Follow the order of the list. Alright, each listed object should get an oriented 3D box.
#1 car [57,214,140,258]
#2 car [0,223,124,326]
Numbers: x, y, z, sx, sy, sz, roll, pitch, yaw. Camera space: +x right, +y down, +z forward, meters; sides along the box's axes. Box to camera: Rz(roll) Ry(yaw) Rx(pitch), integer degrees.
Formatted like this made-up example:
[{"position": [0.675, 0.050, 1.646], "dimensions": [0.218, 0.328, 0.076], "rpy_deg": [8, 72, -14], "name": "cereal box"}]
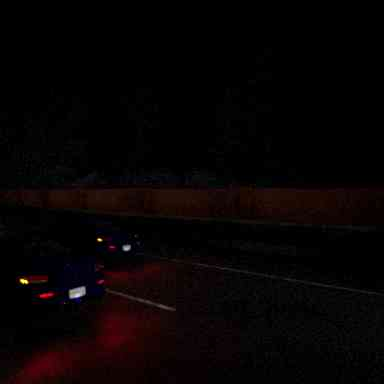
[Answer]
[{"position": [-3.744, 1.505, 11.515], "dimensions": [4.674, 1.442, 1.812], "rpy_deg": [0, 0, 40], "name": "car"}, {"position": [-3.725, 1.508, 6.991], "dimensions": [4.674, 1.442, 1.812], "rpy_deg": [0, 0, 38], "name": "car"}]
